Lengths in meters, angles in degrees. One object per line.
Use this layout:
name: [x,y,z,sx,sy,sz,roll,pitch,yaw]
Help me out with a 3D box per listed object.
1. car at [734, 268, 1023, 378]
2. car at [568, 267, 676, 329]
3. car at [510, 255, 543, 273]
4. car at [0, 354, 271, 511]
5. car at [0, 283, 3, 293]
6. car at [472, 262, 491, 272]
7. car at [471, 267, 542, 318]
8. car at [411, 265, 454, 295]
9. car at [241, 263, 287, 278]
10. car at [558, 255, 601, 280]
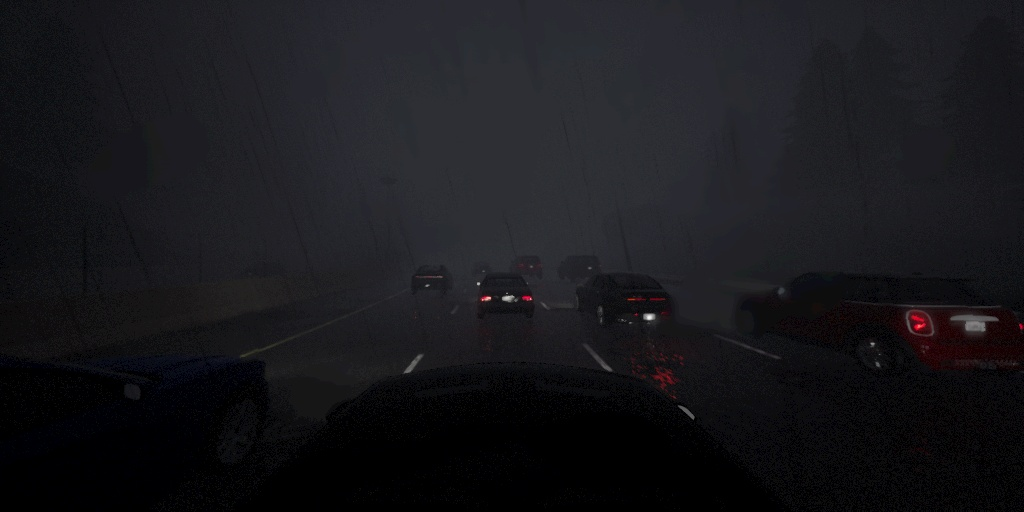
car: [6.903,1.088,7.511,2.097,1.767,4.553,0,0,-2]
car: [3.266,1.248,11.236,1.837,1.490,4.892,0,0,-3]
car: [1.209,0.969,32.124,2.150,2.045,5.566,0,0,-8]
car: [-3.475,1.235,1.755,1.882,1.535,5.008,0,0,0]
car: [-25.218,1.152,15.029,2.097,1.767,4.553,0,0,-5]
car: [-3.108,1.282,36.667,1.812,1.442,4.674,0,0,-10]
car: [-0.303,1.298,13.013,2.033,1.411,5.357,0,0,-3]
car: [-4.384,1.250,20.086,2.128,1.511,4.902,0,0,-5]
car: [-24.206,1.346,35.305,2.033,1.411,5.357,0,0,-9]
car: [5.259,0.961,28.410,2.150,2.045,5.566,0,0,-7]
